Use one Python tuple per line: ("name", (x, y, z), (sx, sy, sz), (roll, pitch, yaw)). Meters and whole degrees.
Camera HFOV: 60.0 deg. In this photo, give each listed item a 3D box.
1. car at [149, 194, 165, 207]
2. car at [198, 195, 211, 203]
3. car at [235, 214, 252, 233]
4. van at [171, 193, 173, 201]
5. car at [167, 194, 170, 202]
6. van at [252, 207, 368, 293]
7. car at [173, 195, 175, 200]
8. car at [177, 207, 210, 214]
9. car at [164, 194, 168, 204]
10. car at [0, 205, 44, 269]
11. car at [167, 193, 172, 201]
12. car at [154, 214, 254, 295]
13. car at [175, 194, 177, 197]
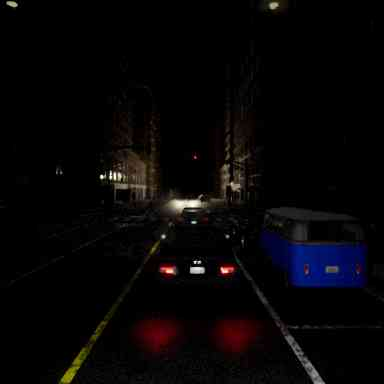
("car", (-5.699, 1.489, 52.086), (1.752, 1.417, 4.829), (0, 0, 0))
("car", (2.816, 1.398, 68.649), (1.967, 1.590, 4.097), (0, 0, 0))
("car", (2.848, 1.561, 14.272), (1.947, 1.339, 4.313), (0, 0, 0))
("van", (-5.712, 1.299, 74.059), (1.690, 1.788, 3.998), (0, 0, 0))
("car", (-5.706, 1.504, 63.157), (1.887, 1.381, 4.507), (0, 0, 0))
("van", (2.850, 1.339, 8.612), (1.690, 1.788, 3.998), (0, 0, 0))
("car", (-5.715, 1.510, 79.510), (2.008, 1.369, 4.403), (0, 0, 0))
("car", (0.090, 1.556, 19.200), (1.994, 1.385, 4.181), (0, 0, 0))
("car", (-5.702, 1.512, 57.706), (2.008, 1.369, 4.403), (0, 0, 0))
("car", (-5.674, 1.313, 8.567), (2.192, 1.841, 5.009), (0, 0, 0))
("car", (-5.709, 1.503, 68.608), (1.887, 1.381, 4.507), (0, 0, 0))
("car", (0.096, 1.545, 8.880), (2.033, 1.411, 5.357), (0, 0, 0))
("car", (-5.719, 1.275, 84.960), (2.192, 1.841, 5.009), (0, 0, 0))
